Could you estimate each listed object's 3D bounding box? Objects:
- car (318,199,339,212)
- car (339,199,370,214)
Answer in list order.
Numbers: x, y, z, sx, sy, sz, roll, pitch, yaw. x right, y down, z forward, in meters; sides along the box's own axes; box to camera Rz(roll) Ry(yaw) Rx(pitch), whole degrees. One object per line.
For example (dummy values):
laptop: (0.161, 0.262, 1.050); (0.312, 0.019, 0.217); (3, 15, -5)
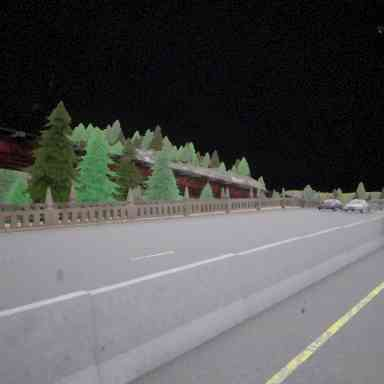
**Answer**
car: (16.956, 1.570, 40.490); (1.812, 1.442, 4.674); (0, -1, 42)
car: (18.247, 1.559, 36.688); (1.812, 1.442, 4.674); (0, 0, 42)
